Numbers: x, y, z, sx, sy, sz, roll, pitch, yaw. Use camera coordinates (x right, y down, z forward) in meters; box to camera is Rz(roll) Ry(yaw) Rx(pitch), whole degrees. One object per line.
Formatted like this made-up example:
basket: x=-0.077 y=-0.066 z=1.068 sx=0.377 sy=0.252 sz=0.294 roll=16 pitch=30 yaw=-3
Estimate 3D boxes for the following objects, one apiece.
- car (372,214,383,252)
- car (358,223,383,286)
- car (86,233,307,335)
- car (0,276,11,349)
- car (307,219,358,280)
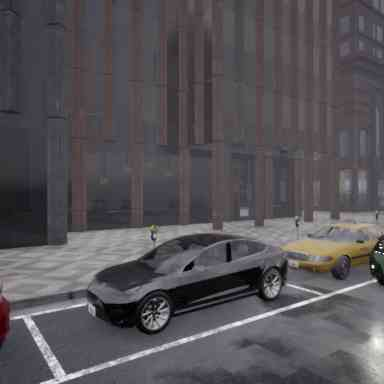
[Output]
car: x=9.284 y=1.567 z=13.314 sx=4.313 sy=1.339 sz=1.947 roll=0 pitch=0 yaw=-36
car: x=6.626 y=1.222 z=8.133 sx=5.566 sy=2.045 sz=2.150 roll=0 pitch=0 yaw=-36
car: x=0.122 y=1.566 z=6.747 sx=4.313 sy=1.339 sz=1.947 roll=0 pitch=0 yaw=-36
car: x=-4.459 y=1.545 z=3.463 sx=4.507 sy=1.381 sz=1.887 roll=0 pitch=0 yaw=-36
car: x=4.565 y=1.526 z=9.931 sx=4.829 sy=1.417 sz=1.752 roll=0 pitch=0 yaw=-36
